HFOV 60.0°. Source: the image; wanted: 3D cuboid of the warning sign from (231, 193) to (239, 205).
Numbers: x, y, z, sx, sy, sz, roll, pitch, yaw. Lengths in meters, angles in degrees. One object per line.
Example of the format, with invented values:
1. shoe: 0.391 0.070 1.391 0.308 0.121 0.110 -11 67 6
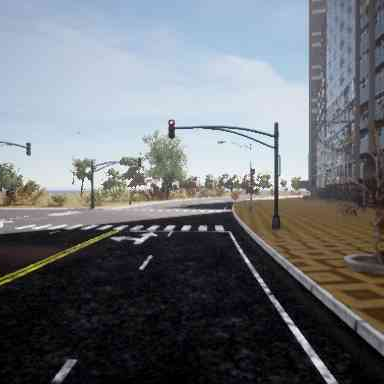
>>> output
1. warning sign: 7.159 1.127 55.296 1.300 1.860 1.060 0 0 9
